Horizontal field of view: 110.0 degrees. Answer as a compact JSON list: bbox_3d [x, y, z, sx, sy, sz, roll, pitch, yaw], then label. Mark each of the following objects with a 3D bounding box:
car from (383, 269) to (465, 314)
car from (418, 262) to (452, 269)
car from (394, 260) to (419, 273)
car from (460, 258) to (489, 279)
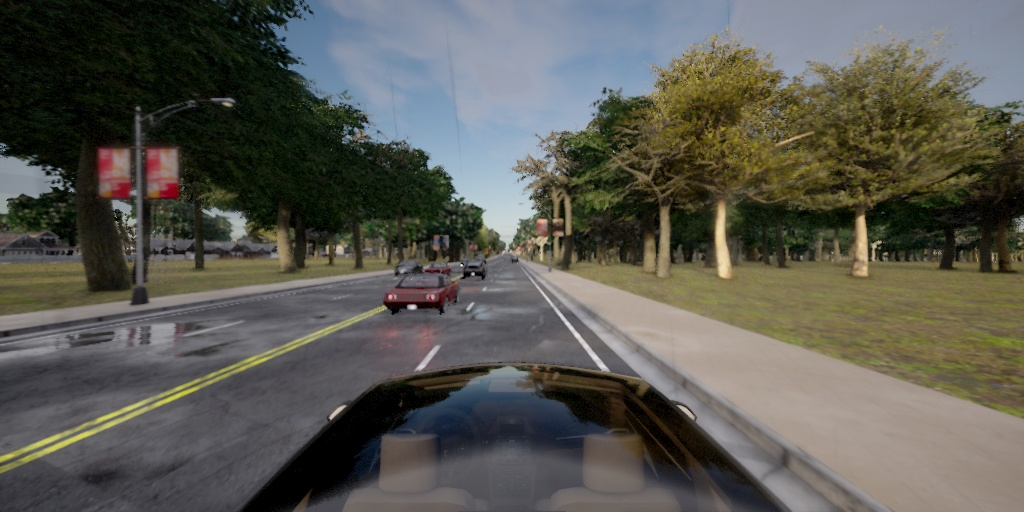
[{"bbox_3d":[-3.151,1.325,13.553,1.895,1.301,4.718,0,0,0],"label":"car"},{"bbox_3d":[-6.600,1.296,31.940,1.895,1.301,4.718,0,0,0],"label":"car"},{"bbox_3d":[-9.845,1.183,34.619,2.128,1.511,4.902,0,0,0],"label":"car"},{"bbox_3d":[-3.153,1.201,31.286,1.837,1.490,4.892,0,0,0],"label":"car"}]
